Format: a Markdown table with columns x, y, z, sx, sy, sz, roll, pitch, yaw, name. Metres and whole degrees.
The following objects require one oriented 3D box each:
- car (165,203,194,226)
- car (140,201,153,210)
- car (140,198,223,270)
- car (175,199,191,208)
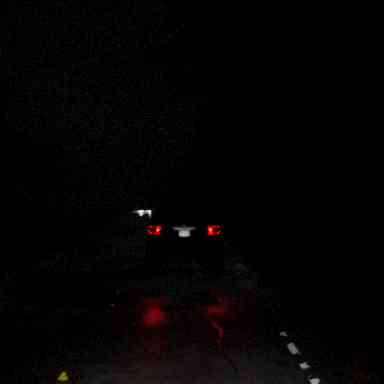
| x | y | z | sx | sy | sz | roll | pitch | yaw | name |
| --- | --- | --- | --- | --- | --- | --- | --- | --- | --- |
| -1.084 | 1.671 | 25.978 | 2.033 | 1.411 | 5.357 | 0 | -1 | -4 | car |
| -7.120 | 2.117 | 51.825 | 1.895 | 1.301 | 4.718 | 0 | -1 | -8 | car |
| -0.240 | 1.218 | 11.232 | 2.150 | 2.045 | 5.566 | 0 | -1 | -1 | car |
| -1.558 | 2.000 | 57.456 | 2.163 | 1.488 | 4.792 | 0 | -1 | -9 | car |
